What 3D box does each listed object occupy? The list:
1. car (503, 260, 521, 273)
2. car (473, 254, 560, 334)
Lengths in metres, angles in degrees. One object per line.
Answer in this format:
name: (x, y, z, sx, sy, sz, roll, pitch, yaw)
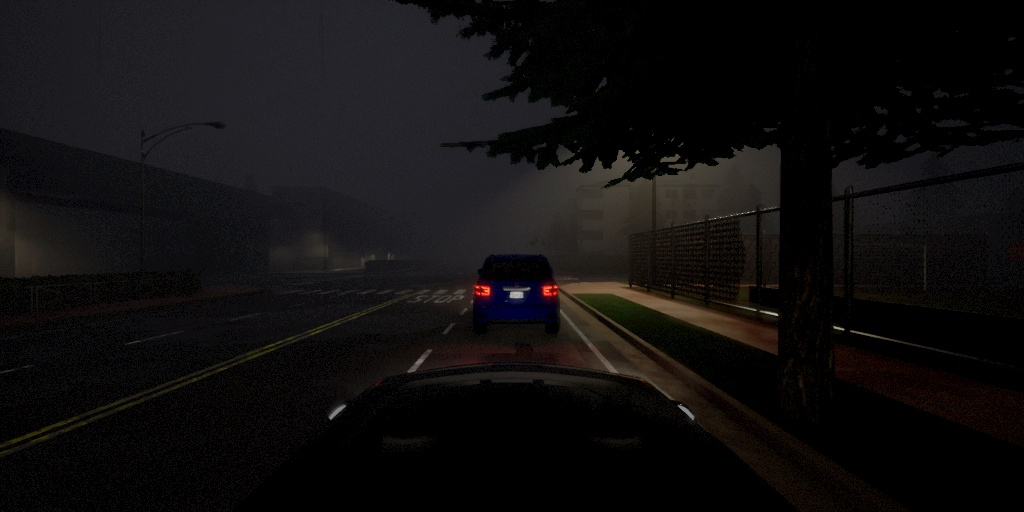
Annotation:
car: (0.015, 1.241, 45.649, 2.128, 1.511, 4.902, 0, 0, 0)
car: (0.113, 0.972, 10.780, 2.150, 2.045, 5.566, 0, 0, 0)
